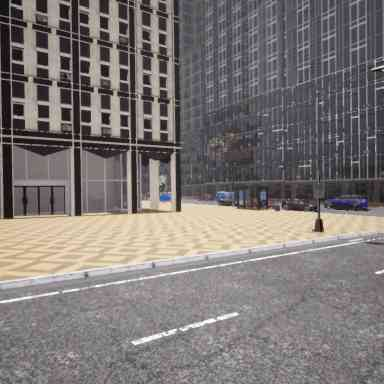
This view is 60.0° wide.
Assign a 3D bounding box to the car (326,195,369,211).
[{"bbox_3d":[17.387,1.128,37.770,2.097,1.767,4.553,-1,1,-34],"label":"car"}]

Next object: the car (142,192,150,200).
[{"bbox_3d":[-10.682,1.039,68.684,2.008,1.369,4.403,0,1,-34],"label":"car"}]

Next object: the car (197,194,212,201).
[{"bbox_3d":[2.646,1.043,64.011,1.802,1.307,4.206,0,1,-34],"label":"car"}]

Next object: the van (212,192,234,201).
[{"bbox_3d":[5.847,0.855,59.312,1.690,1.788,3.998,0,1,-34],"label":"van"}]

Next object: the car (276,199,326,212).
[{"bbox_3d":[11.621,1.424,35.739,1.947,1.339,4.313,0,1,-34],"label":"car"}]

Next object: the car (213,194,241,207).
[{"bbox_3d":[5.281,1.319,45.175,1.947,1.339,4.313,0,1,-34],"label":"car"}]

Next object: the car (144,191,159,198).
[{"bbox_3d":[-10.160,0.686,82.794,1.967,1.590,4.097,0,1,-34],"label":"car"}]

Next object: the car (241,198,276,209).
[{"bbox_3d":[8.434,1.388,40.447,1.802,1.307,4.206,0,1,-34],"label":"car"}]

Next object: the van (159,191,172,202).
[{"bbox_3d":[-4.278,0.937,59.290,1.690,1.788,3.998,0,1,-34],"label":"van"}]

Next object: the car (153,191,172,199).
[{"bbox_3d":[-6.959,0.615,78.097,2.192,1.841,5.009,0,1,-34],"label":"car"}]
